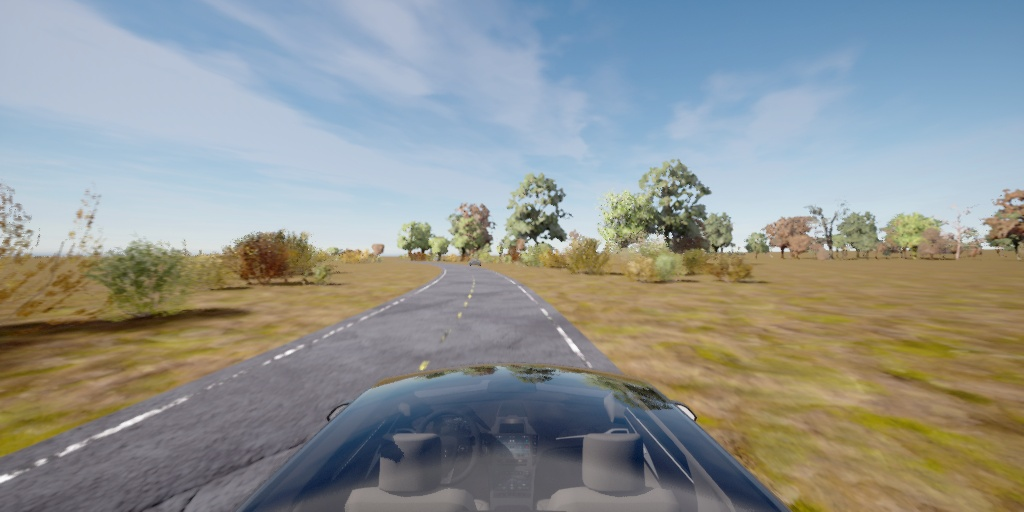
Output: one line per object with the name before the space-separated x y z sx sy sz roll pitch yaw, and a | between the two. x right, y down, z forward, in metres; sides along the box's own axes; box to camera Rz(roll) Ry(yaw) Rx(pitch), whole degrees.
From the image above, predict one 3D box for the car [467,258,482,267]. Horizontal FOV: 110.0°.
car | -5.866 0.993 56.099 1.994 1.385 4.181 0 0 -12
